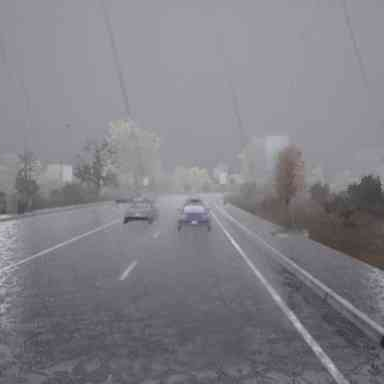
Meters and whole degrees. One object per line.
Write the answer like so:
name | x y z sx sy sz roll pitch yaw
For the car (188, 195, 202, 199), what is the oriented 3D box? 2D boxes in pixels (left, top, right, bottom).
car | 0.331 1.150 37.630 1.837 1.490 4.892 0 1 1

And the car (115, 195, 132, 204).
car | -9.972 1.134 49.236 1.895 1.301 4.718 0 1 3

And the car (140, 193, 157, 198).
car | -6.461 0.884 49.314 2.097 1.767 4.553 0 0 3

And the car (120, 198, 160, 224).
car | -3.385 1.346 22.932 1.994 1.385 4.181 0 1 1

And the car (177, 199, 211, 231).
car | 0.124 1.343 19.154 1.812 1.442 4.674 0 1 0
